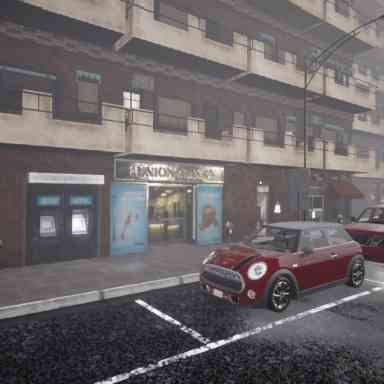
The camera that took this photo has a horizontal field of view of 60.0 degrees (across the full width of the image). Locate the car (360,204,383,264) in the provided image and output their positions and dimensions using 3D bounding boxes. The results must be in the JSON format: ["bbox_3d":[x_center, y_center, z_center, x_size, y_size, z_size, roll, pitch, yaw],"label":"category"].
[{"bbox_3d":[6.627,1.320,10.844,5.009,1.841,2.192,0,0,-36],"label":"car"}]

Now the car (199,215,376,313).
[{"bbox_3d":[2.126,1.442,7.621,4.097,1.590,1.967,0,0,-36],"label":"car"}]
